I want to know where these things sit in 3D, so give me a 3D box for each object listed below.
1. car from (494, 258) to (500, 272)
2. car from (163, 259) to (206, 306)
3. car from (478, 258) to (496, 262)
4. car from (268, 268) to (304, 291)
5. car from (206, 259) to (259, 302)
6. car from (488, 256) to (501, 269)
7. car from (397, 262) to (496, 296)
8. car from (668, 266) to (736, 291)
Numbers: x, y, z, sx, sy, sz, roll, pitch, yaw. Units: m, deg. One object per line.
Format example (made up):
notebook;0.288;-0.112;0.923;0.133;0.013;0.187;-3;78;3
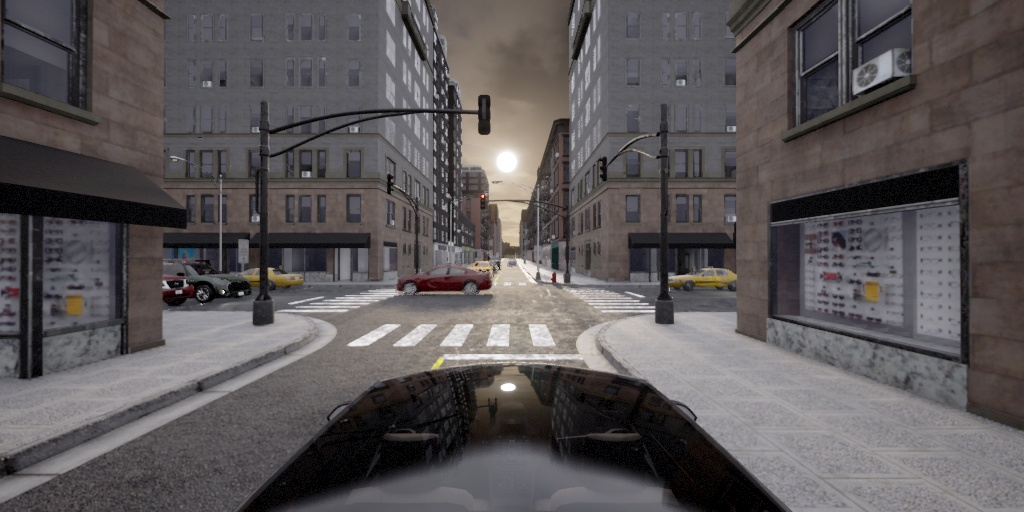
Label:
car;-2.819;1.272;44.290;1.837;1.490;4.892;0;0;0
car;-15.091;1.042;13.536;5.009;1.841;2.192;0;0;0
car;-2.824;1.243;33.888;1.882;1.535;5.008;0;0;0
car;-15.236;1.292;21.561;4.829;1.417;1.751;0;0;0
car;-14.379;1.093;16.076;4.553;1.767;2.097;0;0;0
car;-2.805;0.989;54.884;2.150;2.045;5.566;0;0;0
car;-3.512;1.239;19.000;5.008;1.535;1.882;0;0;0
car;11.648;1.317;21.504;4.829;1.417;1.751;0;0;0
